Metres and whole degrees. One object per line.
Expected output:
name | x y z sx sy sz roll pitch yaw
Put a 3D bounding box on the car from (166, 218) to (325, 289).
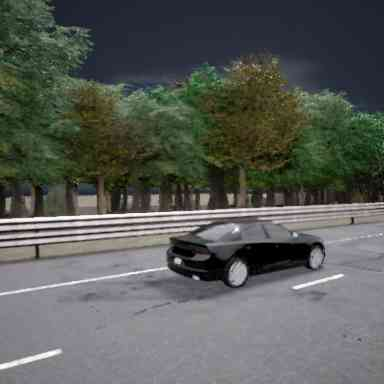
car | 1.684 1.466 9.254 5.008 1.535 1.882 0 0 -35
